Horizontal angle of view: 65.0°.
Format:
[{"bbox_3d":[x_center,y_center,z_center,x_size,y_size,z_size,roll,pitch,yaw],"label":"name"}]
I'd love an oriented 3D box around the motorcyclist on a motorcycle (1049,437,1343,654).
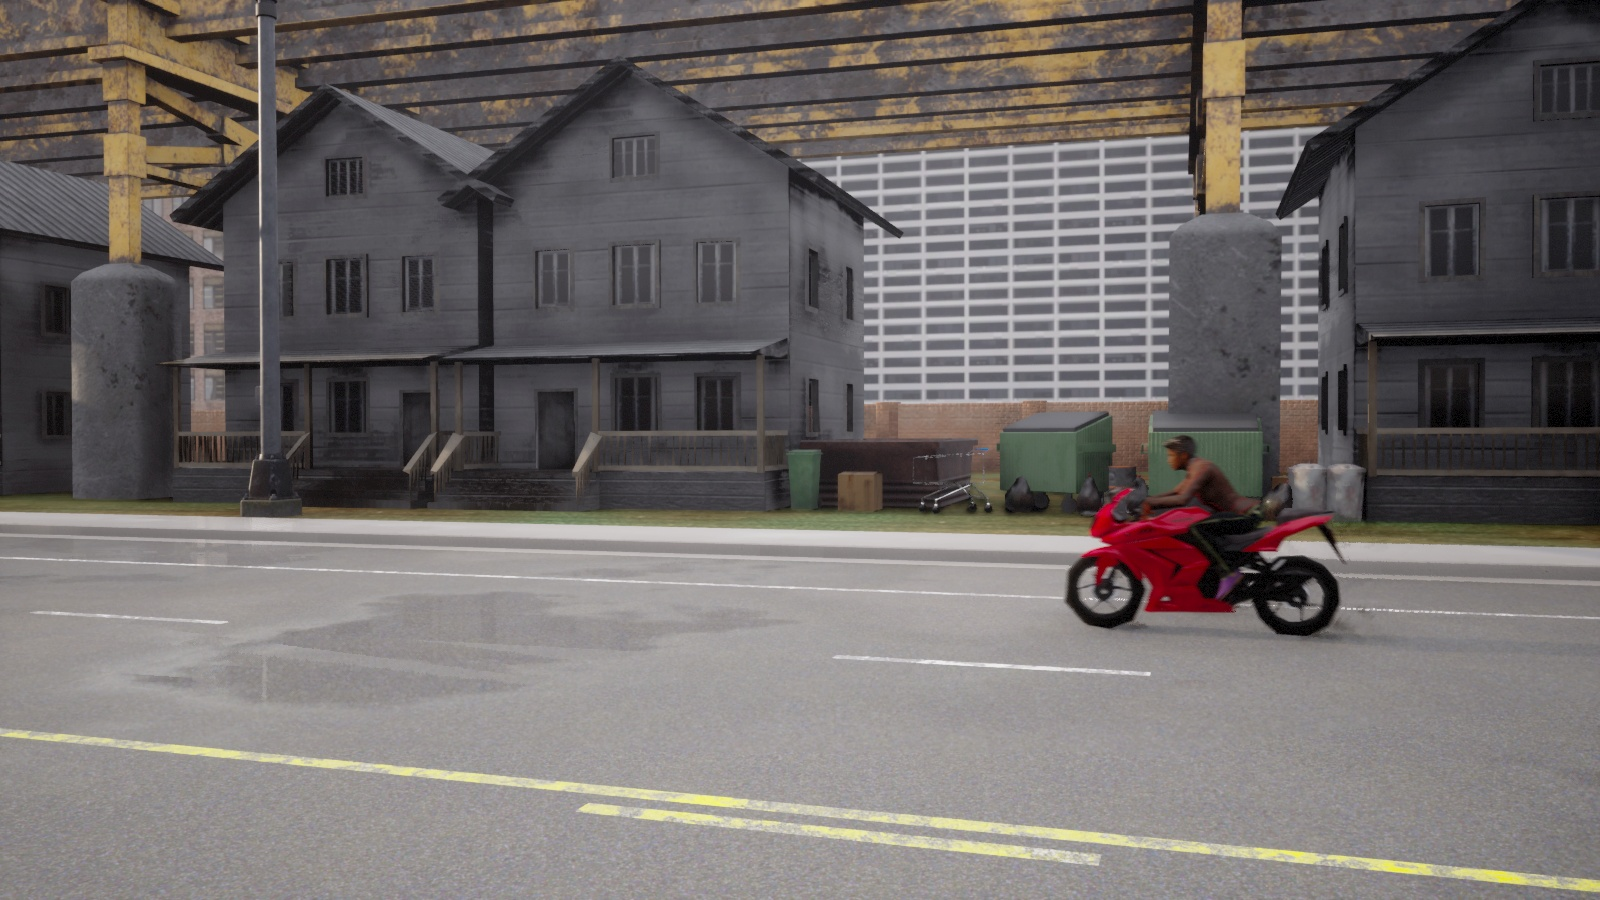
[{"bbox_3d":[2.983,0.667,9.567,2.044,1.523,0.797,1,1,18],"label":"motorcyclist on a motorcycle"}]
